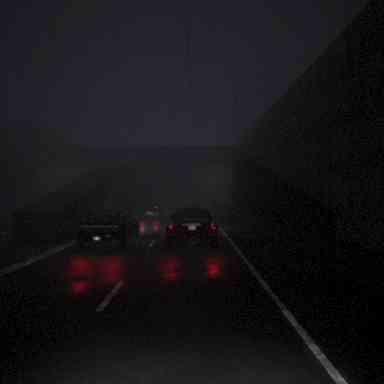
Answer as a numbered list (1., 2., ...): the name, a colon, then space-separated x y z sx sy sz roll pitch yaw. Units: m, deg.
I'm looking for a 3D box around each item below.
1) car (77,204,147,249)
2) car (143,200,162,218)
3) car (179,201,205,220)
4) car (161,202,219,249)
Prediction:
1. car: -3.500 1.495 14.650 2.128 1.511 4.902 0 0 0
2. car: -3.500 1.495 29.650 2.128 1.511 4.902 0 0 0
3. car: 0.000 1.563 29.650 2.033 1.411 5.357 0 0 0
4. car: 0.000 1.366 14.620 2.097 1.767 4.553 0 0 0
